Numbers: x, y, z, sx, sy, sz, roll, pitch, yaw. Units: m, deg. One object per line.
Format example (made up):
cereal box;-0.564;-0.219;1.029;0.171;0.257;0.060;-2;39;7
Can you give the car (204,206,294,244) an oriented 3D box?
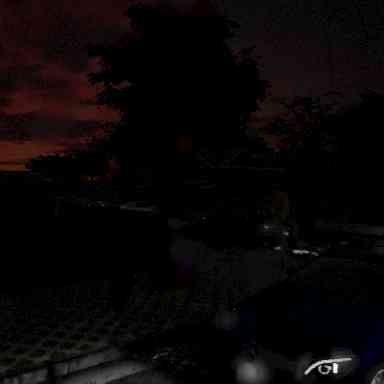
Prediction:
car;2.546;1.458;15.844;2.128;1.511;4.902;-1;1;-35

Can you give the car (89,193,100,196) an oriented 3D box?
car;-26.262;1.149;89.735;2.097;1.767;4.553;0;0;5

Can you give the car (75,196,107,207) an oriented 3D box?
car;-10.849;1.410;35.142;1.895;1.301;4.718;-1;1;-35

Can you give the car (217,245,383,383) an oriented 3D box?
car;2.494;1.557;4.722;4.674;1.442;1.812;0;0;-35

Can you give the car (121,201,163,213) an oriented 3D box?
car;-3.912;1.412;25.129;1.812;1.442;4.674;-1;1;-35
